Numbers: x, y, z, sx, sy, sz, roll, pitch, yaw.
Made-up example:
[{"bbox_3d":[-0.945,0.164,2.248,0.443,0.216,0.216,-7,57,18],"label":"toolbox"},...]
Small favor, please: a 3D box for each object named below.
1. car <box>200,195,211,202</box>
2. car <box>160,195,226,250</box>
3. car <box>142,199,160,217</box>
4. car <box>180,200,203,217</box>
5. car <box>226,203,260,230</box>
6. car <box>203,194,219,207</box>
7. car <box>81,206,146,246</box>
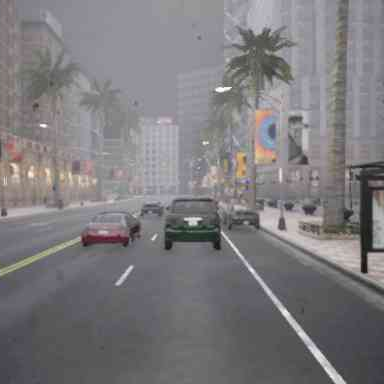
[{"bbox_3d":[2.992,1.368,72.085,2.161,1.482,4.786,0,0,0],"label":"car"},{"bbox_3d":[0.021,1.193,14.407,2.150,2.045,5.566,0,0,0],"label":"car"},{"bbox_3d":[-3.576,1.450,30.809,1.837,1.490,4.892,0,0,0],"label":"car"},{"bbox_3d":[-0.079,1.503,31.354,1.994,1.385,4.181,0,0,0],"label":"car"},{"bbox_3d":[2.973,1.435,20.780,2.231,1.521,4.892,0,0,0],"label":"car"},{"bbox_3d":[2.812,1.252,50.154,2.185,1.767,4.553,0,0,0],"label":"car"},{"bbox_3d":[-3.483,1.540,15.042,1.994,1.385,4.181,0,0,0],"label":"car"}]
